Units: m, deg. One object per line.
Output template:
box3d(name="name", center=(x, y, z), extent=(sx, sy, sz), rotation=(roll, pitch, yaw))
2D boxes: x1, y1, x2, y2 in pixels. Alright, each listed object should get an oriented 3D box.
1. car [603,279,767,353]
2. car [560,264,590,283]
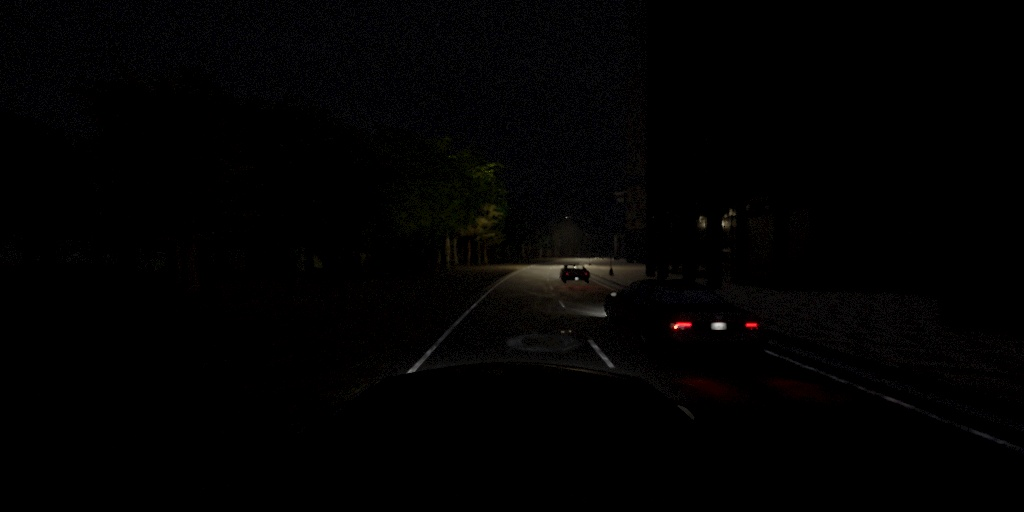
box3d(name="car", center=(3.713, 1.280, 8.846), extent=(2.033, 1.411, 5.357), rotation=(0, 0, 1))
box3d(name="car", center=(4.657, 1.274, 27.083), extent=(1.895, 1.301, 4.718), rotation=(0, 0, 4))
